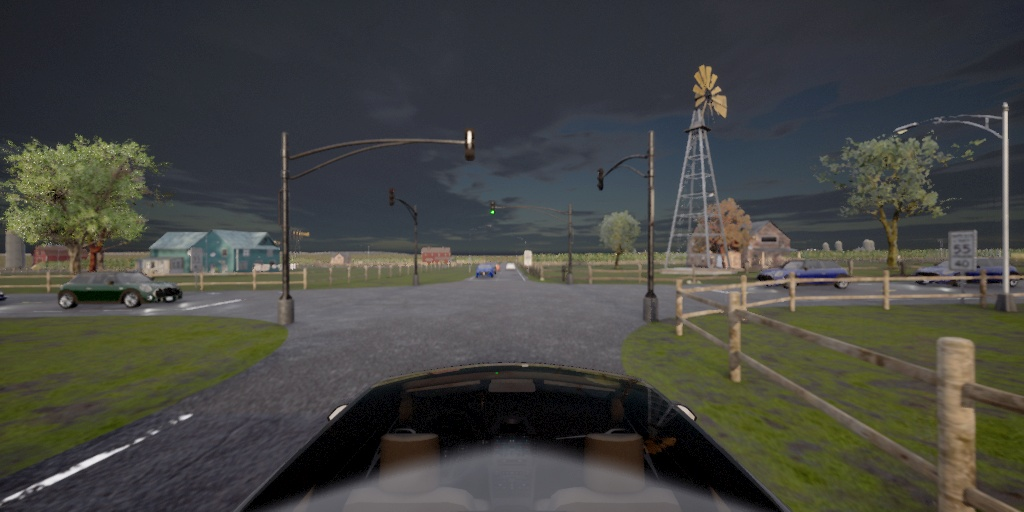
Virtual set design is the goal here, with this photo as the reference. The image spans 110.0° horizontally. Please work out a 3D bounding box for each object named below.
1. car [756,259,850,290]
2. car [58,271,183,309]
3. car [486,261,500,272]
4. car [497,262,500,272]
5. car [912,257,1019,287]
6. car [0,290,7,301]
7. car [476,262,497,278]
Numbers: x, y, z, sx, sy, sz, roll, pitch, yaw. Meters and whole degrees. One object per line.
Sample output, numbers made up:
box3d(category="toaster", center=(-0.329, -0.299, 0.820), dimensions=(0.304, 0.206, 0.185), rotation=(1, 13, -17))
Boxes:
box3d(category="car", center=(17.335, 1.031, 21.565), dimensions=(4.553, 1.767, 2.097), rotation=(-1, 0, 0))
box3d(category="car", center=(-19.163, 1.551, 17.711), dimensions=(4.553, 1.767, 2.097), rotation=(-1, 0, 0))
box3d(category="car", center=(-3.127, 1.756, 60.513), dimensions=(2.097, 1.767, 4.553), rotation=(0, -1, 0))
box3d(category="car", center=(-3.087, 1.838, 50.478), dimensions=(2.033, 1.411, 5.357), rotation=(0, -1, -1))
box3d(category="car", center=(27.135, 0.901, 21.601), dimensions=(4.553, 1.767, 2.097), rotation=(-1, 0, 0))
box3d(category="car", center=(-28.681, 1.877, 17.670), dimensions=(5.357, 1.411, 2.033), rotation=(-1, 0, 0))
box3d(category="car", center=(-3.022, 1.657, 40.576), dimensions=(1.882, 1.535, 5.008), rotation=(0, -1, -1))
